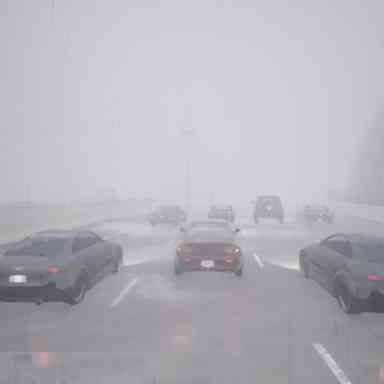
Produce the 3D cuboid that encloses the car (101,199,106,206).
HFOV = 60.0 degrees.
[{"bbox_3d":[-12.948,1.674,53.458,2.033,1.411,5.357,0,0,17],"label":"car"}]

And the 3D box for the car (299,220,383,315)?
[{"bbox_3d":[3.860,1.589,7.559,1.994,1.385,4.181,0,0,4],"label":"car"}]

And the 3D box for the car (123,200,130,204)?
[{"bbox_3d":[-9.516,1.636,52.632,1.837,1.490,4.892,0,-1,17],"label":"car"}]

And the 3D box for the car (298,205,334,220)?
[{"bbox_3d":[9.422,1.680,25.643,1.895,1.301,4.718,0,0,10],"label":"car"}]

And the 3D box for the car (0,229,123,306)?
[{"bbox_3d":[-3.108,1.583,8.175,1.994,1.385,4.181,0,0,4],"label":"car"}]

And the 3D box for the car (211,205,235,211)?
[{"bbox_3d":[2.447,1.674,26.359,1.895,1.301,4.718,0,0,9],"label":"car"}]

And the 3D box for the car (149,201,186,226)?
[{"bbox_3d":[-1.555,1.609,23.542,2.033,1.411,5.357,0,0,9],"label":"car"}]

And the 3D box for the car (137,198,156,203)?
[{"bbox_3d":[-6.804,1.614,49.462,2.128,1.511,4.902,0,0,16],"label":"car"}]

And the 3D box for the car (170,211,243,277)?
[{"bbox_3d":[0.543,1.554,10.286,1.812,1.442,4.674,0,0,4],"label":"car"}]

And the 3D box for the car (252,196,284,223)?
[{"bbox_3d":[6.045,1.299,26.675,2.150,2.045,5.566,0,0,10],"label":"car"}]
